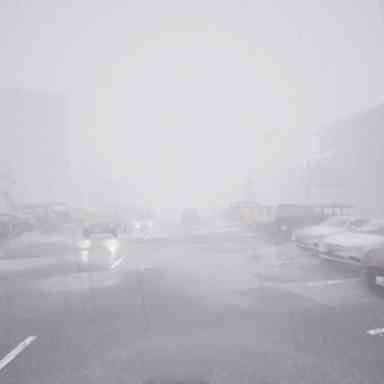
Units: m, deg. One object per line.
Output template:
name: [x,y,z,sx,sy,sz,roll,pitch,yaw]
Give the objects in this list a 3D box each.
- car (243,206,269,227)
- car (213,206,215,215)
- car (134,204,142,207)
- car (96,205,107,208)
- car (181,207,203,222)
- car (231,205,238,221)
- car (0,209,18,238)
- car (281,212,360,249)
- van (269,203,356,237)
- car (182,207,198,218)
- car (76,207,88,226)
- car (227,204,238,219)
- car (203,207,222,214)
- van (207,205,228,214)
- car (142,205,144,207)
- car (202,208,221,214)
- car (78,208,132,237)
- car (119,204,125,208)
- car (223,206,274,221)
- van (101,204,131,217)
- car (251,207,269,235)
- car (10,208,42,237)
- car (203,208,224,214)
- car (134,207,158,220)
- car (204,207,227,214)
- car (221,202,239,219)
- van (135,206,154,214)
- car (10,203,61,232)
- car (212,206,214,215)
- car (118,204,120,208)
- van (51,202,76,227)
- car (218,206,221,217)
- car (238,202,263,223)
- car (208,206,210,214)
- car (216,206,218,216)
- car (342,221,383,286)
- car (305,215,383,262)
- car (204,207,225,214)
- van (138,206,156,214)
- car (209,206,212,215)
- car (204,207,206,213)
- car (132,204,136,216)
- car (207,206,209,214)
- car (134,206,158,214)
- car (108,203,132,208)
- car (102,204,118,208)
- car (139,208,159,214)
car: [6.314,1.940,22.661,4.792,1.488,2.163,1,-2,-20]
car: [6.077,2.987,49.054,4.674,1.452,2.002,2,-3,-21]
car: [-11.656,3.301,55.198,5.366,1.575,1.946,0,-3,-21]
car: [-11.539,2.373,34.215,4.792,1.488,2.163,0,-3,-20]
car: [-0.177,2.471,35.068,1.895,1.301,4.718,0,-2,-1]
car: [6.292,2.101,28.542,4.892,1.521,2.231,2,-2,-20]
car: [-11.464,1.789,16.241,4.792,1.488,2.163,0,-1,-20]
car: [6.392,1.713,13.877,4.674,1.452,2.002,1,-1,-20]
van: [6.485,1.523,16.860,4.442,1.987,1.878,1,-2,-20]
car: [-0.301,2.887,47.208,2.128,1.511,4.902,0,-3,0]
car: [-11.341,2.120,28.290,5.366,1.575,1.946,0,-2,-20]
car: [6.268,2.202,31.478,4.892,1.521,2.231,2,-3,-20]
car: [5.317,4.777,87.216,4.553,1.767,2.185,2,-3,-21]
van: [5.725,4.075,75.497,4.442,1.987,1.878,2,-3,-21]
car: [-11.901,3.207,58.122,5.566,2.045,2.435,0,-3,-21]
car: [5.249,5.083,90.148,4.792,1.488,2.163,2,-3,-21]
car: [-5.162,1.901,20.427,1.812,1.442,4.674,0,-2,0]
car: [-11.840,2.714,43.104,5.366,1.575,1.946,0,-3,-21]
car: [6.389,2.427,37.402,5.366,1.575,1.946,2,-3,-21]
van: [-11.896,2.923,52.106,4.442,1.987,1.878,0,-3,-21]
car: [6.365,1.825,19.746,5.008,1.535,2.097,1,-2,-20]
car: [-11.447,1.881,19.245,4.674,1.452,2.002,0,-1,-20]
car: [5.441,4.782,84.283,4.792,1.488,2.163,2,-3,-21]
car: [-5.220,2.704,39.104,1.895,1.301,4.718,0,-2,-1]
car: [5.556,4.448,78.381,5.008,1.535,2.097,2,-3,-21]
car: [6.275,2.063,34.432,5.566,2.045,2.435,2,-3,-20]
van: [-11.720,4.478,82.202,4.442,1.987,1.878,0,-3,-19]
car: [-11.441,1.803,22.249,4.553,1.767,2.185,0,-2,-20]
car: [6.003,2.966,51.991,4.553,1.767,2.185,2,-3,-21]
car: [-11.802,2.583,40.115,5.366,1.575,1.946,0,-2,-21]
van: [-11.385,1.796,25.283,4.442,1.987,1.878,0,-2,-20]
car: [6.190,2.549,40.270,5.008,1.535,2.097,2,-3,-21]
car: [6.292,1.875,25.608,4.553,1.767,2.185,1,-2,-20]
car: [5.933,3.392,57.855,4.892,1.521,2.231,2,-3,-21]
car: [6.143,2.674,43.199,5.008,1.535,2.097,2,-3,-21]
car: [6.381,1.575,8.006,4.792,1.488,2.163,1,-1,-20]
car: [6.404,1.645,10.939,4.674,1.452,2.002,1,-1,-20]
car: [5.454,4.473,81.325,4.553,1.767,2.185,2,-3,-21]
van: [-11.876,4.788,88.107,4.442,1.987,1.878,0,-3,-19]
car: [5.982,3.240,54.922,5.008,1.535,2.097,2,-3,-21]
car: [5.740,3.995,69.578,5.008,1.535,2.097,2,-3,-21]
car: [-11.568,2.997,49.213,5.366,1.575,1.946,0,-3,-21]
car: [5.887,3.543,60.784,4.892,1.521,2.231,2,-3,-21]
car: [-11.772,4.608,85.169,5.566,2.045,2.435,0,-3,-19]
car: [-11.730,2.604,46.158,5.566,2.045,2.435,0,-3,-21]
car: [-11.425,2.457,37.257,5.366,1.575,1.946,0,-3,-21]
car: [-11.727,5.168,91.131,5.008,1.535,2.097,0,-3,-19]
